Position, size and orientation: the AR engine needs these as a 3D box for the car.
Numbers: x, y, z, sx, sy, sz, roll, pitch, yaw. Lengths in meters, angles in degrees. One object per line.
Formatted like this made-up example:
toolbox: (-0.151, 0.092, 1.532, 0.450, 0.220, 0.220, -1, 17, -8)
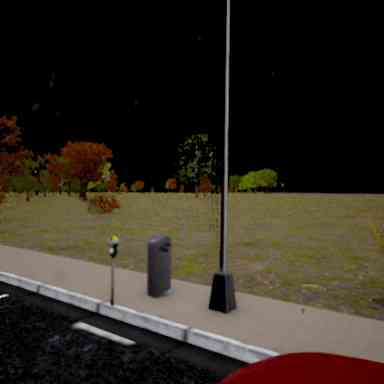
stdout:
car: (1.990, 1.550, 1.292, 4.507, 1.381, 1.887, 0, 1, 35)
